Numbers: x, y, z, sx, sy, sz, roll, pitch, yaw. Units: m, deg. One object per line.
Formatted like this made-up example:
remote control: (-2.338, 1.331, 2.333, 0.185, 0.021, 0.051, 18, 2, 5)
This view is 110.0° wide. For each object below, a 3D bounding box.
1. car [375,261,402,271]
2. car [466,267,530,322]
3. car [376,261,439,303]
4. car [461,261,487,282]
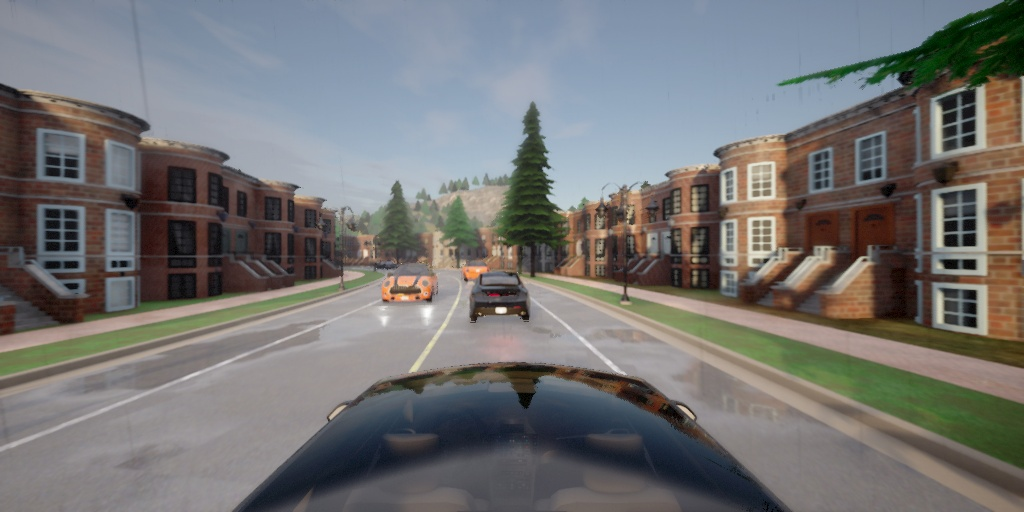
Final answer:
car: (-19.113, 1.473, 55.189, 2.033, 1.411, 5.357, 0, 0, -41)
car: (-0.487, 1.280, 12.449, 1.837, 1.490, 4.892, 0, 0, -4)
car: (-4.671, 1.150, 16.951, 2.097, 1.767, 4.553, 0, 0, -7)
car: (-3.096, 1.174, 30.000, 2.097, 1.767, 4.553, 0, 0, -12)
